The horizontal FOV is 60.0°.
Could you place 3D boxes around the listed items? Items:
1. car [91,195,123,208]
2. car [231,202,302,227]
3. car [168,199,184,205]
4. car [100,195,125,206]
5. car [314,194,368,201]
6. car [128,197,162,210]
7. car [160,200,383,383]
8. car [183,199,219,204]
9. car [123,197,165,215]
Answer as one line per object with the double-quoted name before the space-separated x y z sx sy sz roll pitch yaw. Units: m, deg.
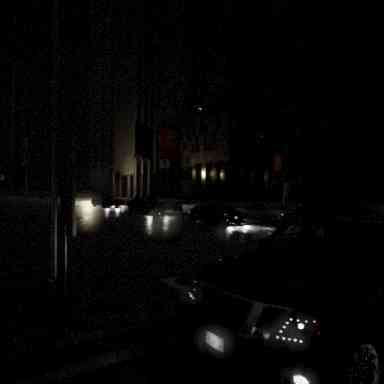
"car" -10.297 1.108 39.266 2.033 1.411 5.357 1 0 -35
"car" 4.994 1.469 23.019 1.895 1.301 4.718 1 0 -36
"car" -0.260 1.351 30.534 1.895 1.301 4.718 1 0 -35
"car" -11.104 1.111 46.159 1.895 1.301 4.718 1 0 -35
"car" 11.046 1.156 26.051 2.150 2.045 5.566 1 0 -34
"car" -5.461 1.235 38.015 1.895 1.301 4.718 1 0 -35
"car" 2.508 1.243 5.112 5.566 2.045 2.150 0 0 -35
"car" 1.585 1.389 22.200 1.994 1.385 4.181 1 0 -35
"car" -4.248 1.172 30.577 1.882 1.535 5.008 1 0 -35
